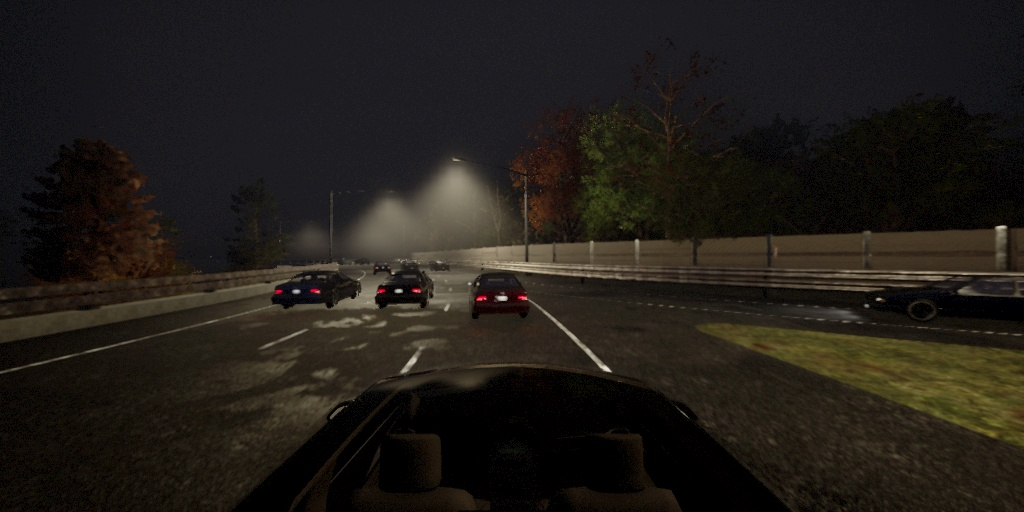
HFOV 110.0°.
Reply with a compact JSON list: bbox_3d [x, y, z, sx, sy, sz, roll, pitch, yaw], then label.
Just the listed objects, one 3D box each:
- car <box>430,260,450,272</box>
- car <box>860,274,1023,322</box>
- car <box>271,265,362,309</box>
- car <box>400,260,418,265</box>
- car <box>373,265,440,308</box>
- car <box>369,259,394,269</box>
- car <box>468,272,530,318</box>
[{"bbox_3d":[-9.198,1.227,45.300,2.128,1.511,4.902,0,0,-23],"label":"car"},{"bbox_3d":[13.913,1.241,10.376,5.357,1.411,2.033,0,0,33],"label":"car"},{"bbox_3d":[-7.983,1.311,15.195,2.033,1.411,5.357,0,0,-8],"label":"car"},{"bbox_3d":[-12.970,1.240,45.244,2.128,1.511,4.902,0,0,-23],"label":"car"},{"bbox_3d":[-4.405,1.298,15.292,2.033,1.411,5.357,0,0,-8],"label":"car"},{"bbox_3d":[-15.010,1.307,41.331,2.033,1.411,5.357,0,0,-23],"label":"car"},{"bbox_3d":[-0.588,1.288,12.997,2.033,1.411,5.357,0,0,-7],"label":"car"}]
